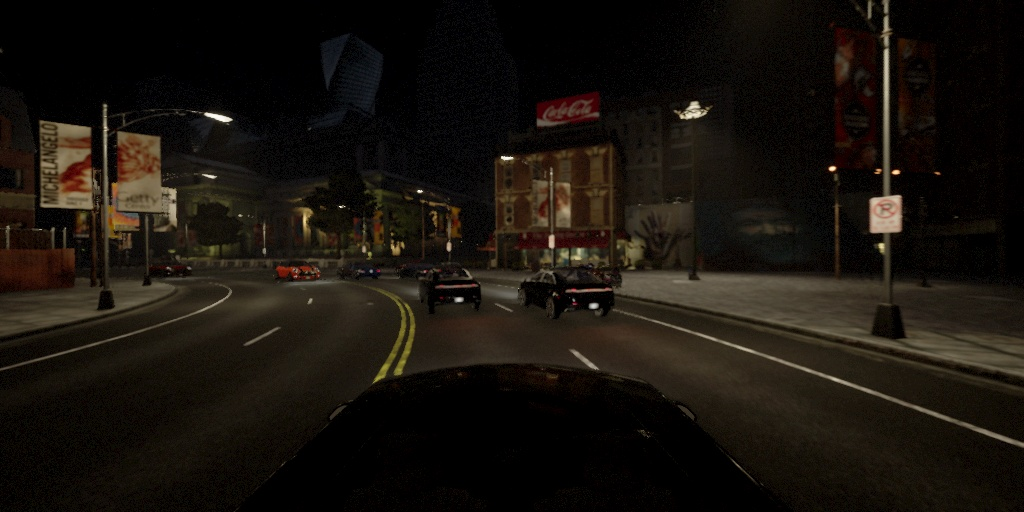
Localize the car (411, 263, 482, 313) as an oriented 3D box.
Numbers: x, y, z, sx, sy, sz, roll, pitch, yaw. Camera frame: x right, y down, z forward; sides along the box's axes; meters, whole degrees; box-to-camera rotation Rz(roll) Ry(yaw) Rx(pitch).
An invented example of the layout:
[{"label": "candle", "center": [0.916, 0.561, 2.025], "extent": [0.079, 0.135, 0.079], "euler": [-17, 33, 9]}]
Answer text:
[{"label": "car", "center": [-2.525, 1.200, 13.937], "extent": [2.128, 1.511, 4.902], "euler": [-1, 0, -19]}]

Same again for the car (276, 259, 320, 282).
[{"label": "car", "center": [-17.481, 1.116, 29.243], "extent": [4.553, 1.767, 2.097], "euler": [0, 0, 41]}]

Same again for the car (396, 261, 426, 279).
[{"label": "car", "center": [-7.696, 1.221, 29.566], "extent": [2.033, 1.411, 5.357], "euler": [-1, 0, -41]}]

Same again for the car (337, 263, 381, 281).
[{"label": "car", "center": [-12.890, 1.265, 30.113], "extent": [2.033, 1.411, 5.357], "euler": [-1, 0, -45]}]

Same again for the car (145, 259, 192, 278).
[{"label": "car", "center": [-33.934, 1.231, 35.471], "extent": [4.553, 1.767, 2.097], "euler": [0, 0, 24]}]

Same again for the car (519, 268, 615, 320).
[{"label": "car", "center": [1.645, 1.171, 12.334], "extent": [2.128, 1.511, 4.902], "euler": [0, 0, -15]}]
